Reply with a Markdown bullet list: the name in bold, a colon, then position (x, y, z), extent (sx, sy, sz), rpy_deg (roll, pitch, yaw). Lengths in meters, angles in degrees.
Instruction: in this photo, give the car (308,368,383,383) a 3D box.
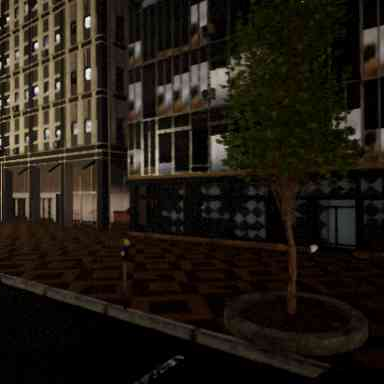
- **car**: position (2.329, 1.557, 1.220), extent (4.313, 1.339, 1.947), rpy_deg (0, 0, 35)
